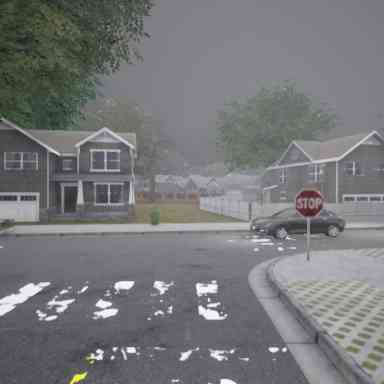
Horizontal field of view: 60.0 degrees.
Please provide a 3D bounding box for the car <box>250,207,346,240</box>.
[{"bbox_3d":[5.322,1.515,16.757,4.892,1.490,1.837,0,0,-16],"label":"car"}]
